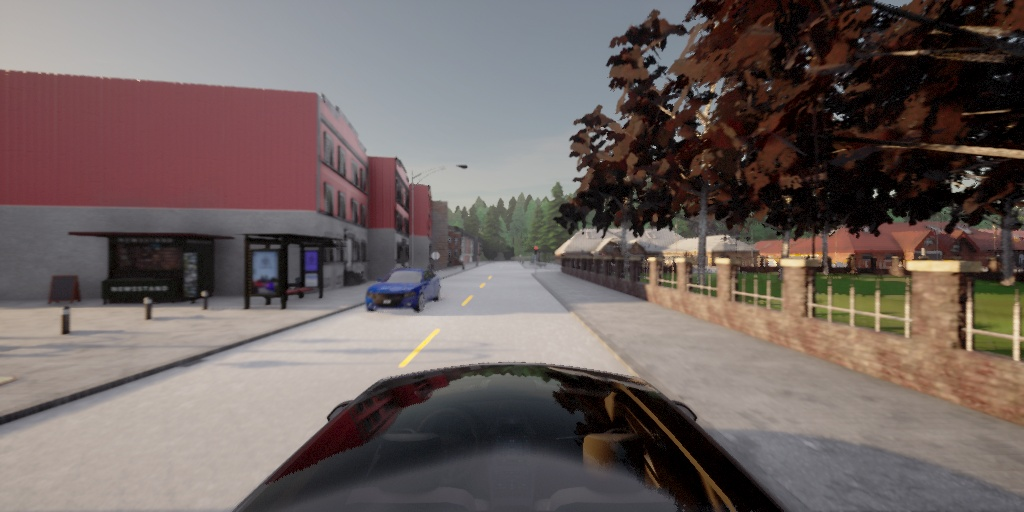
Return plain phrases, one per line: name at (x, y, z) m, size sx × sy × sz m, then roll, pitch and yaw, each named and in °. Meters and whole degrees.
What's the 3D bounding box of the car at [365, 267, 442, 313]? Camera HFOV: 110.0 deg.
car at (-4.098, 1.226, 14.257) m, size 1.882 × 1.535 × 5.008 m, roll 0°, pitch 0°, yaw 0°
